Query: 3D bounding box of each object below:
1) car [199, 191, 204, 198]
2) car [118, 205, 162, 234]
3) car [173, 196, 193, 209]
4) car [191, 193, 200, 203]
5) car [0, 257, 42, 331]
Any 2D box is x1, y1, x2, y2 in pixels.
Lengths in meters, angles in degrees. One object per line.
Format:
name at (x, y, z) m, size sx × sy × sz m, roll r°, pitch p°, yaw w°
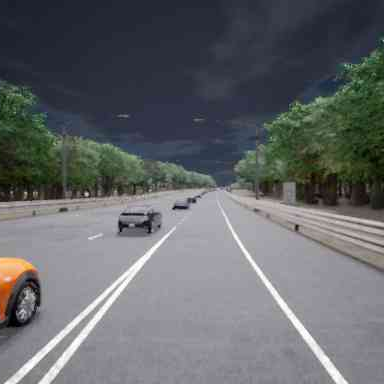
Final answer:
car at (1.729, 1.082, 93.396) m, size 1.895 × 1.301 × 4.718 m, roll 0°, pitch 1°, yaw 4°
car at (-2.912, 1.492, 19.347) m, size 2.128 × 1.511 × 4.902 m, roll 0°, pitch 0°, yaw 4°
car at (-1.350, 1.575, 44.276) m, size 1.994 × 1.385 × 4.181 m, roll 0°, pitch 0°, yaw 4°
car at (-0.033, 1.418, 65.318) m, size 1.882 × 1.535 × 5.008 m, roll 0°, pitch 0°, yaw 4°
car at (-3.860, 1.345, 4.200) m, size 2.097 × 1.767 × 4.553 m, roll 0°, pitch 0°, yaw 4°
